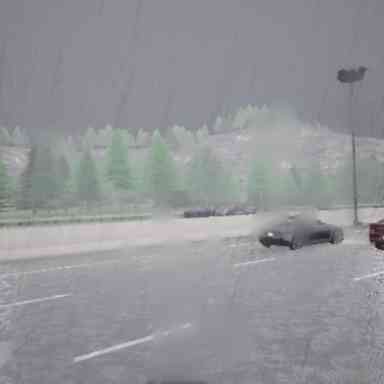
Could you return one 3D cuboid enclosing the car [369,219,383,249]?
[{"bbox_3d":[9.551,1.579,14.024,5.008,1.535,1.882,-1,-2,-31],"label":"car"}]

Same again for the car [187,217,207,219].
[{"bbox_3d":[1.358,2.386,37.943,4.718,1.301,1.895,-1,-1,-30],"label":"car"}]

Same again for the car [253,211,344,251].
[{"bbox_3d":[5.095,1.792,15.455,4.181,1.385,1.994,0,-2,-32],"label":"car"}]
